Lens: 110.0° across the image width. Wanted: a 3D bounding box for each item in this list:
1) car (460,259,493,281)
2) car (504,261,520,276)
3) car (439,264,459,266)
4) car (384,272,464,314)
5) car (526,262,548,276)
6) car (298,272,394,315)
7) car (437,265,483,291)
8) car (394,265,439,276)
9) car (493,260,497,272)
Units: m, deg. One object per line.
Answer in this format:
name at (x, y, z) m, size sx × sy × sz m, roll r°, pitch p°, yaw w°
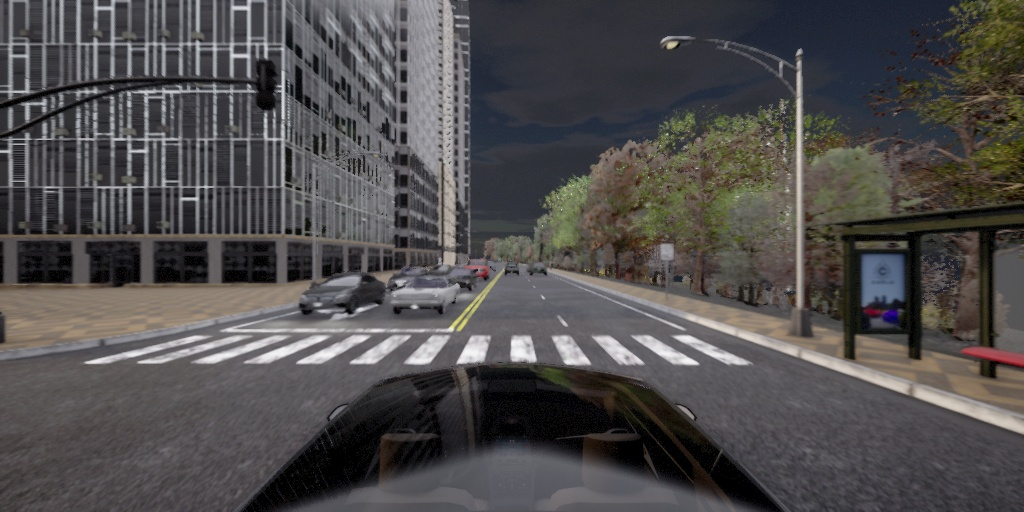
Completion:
car at (-3.360, 1.306, 35.007) m, size 2.150 × 2.045 × 5.566 m, roll 0°, pitch -1°, yaw 1°
car at (-0.022, 1.679, 44.869) m, size 1.837 × 1.490 × 4.892 m, roll 0°, pitch -1°, yaw 0°
car at (-6.608, 1.555, 34.098) m, size 1.882 × 1.535 × 5.008 m, roll 0°, pitch -1°, yaw 0°
car at (-3.354, 1.485, 14.617) m, size 1.895 × 1.301 × 4.718 m, roll 0°, pitch -1°, yaw 0°
car at (3.227, 1.523, 44.778) m, size 2.097 × 1.767 × 4.553 m, roll 0°, pitch -1°, yaw 0°
car at (-6.604, 1.412, 14.546) m, size 1.812 × 1.442 × 4.674 m, roll 0°, pitch -1°, yaw 0°
car at (-3.361, 1.526, 24.267) m, size 2.033 × 1.411 × 5.357 m, roll 0°, pitch -1°, yaw 0°
car at (-6.609, 1.468, 23.720) m, size 2.128 × 1.511 × 4.902 m, roll 0°, pitch -1°, yaw 0°
car at (-3.276, 1.301, 50.310) m, size 2.097 × 1.767 × 4.553 m, roll 0°, pitch -1°, yaw 0°
